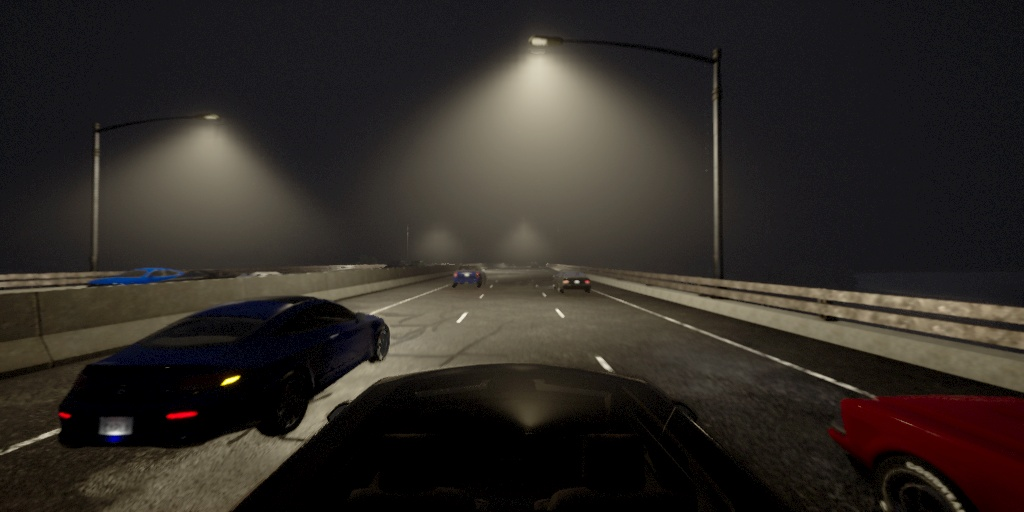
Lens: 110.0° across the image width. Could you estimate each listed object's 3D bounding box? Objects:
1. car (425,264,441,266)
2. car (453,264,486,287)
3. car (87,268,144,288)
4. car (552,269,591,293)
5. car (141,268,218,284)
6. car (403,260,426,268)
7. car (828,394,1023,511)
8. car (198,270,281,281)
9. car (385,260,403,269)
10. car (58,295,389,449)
[{"bbox_3d":[-12.979,2.089,62.052,1.994,1.385,4.181,0,-1,2],"label":"car"},{"bbox_3d":[-3.203,1.416,27.693,2.097,1.767,4.553,0,-1,1],"label":"car"},{"bbox_3d":[-20.993,1.445,20.601,1.882,1.535,5.008,0,-1,1],"label":"car"},{"bbox_3d":[3.730,1.555,22.947,2.033,1.411,5.357,0,-1,1],"label":"car"},{"bbox_3d":[-17.494,1.491,20.278,1.812,1.442,4.674,0,-1,1],"label":"car"},{"bbox_3d":[-16.474,1.746,62.076,2.150,2.045,5.566,0,-1,2],"label":"car"},{"bbox_3d":[3.591,1.343,0.841,1.895,1.301,4.718,0,-1,0],"label":"car"},{"bbox_3d":[-14.005,1.559,19.607,1.895,1.301,4.718,0,-1,1],"label":"car"},{"bbox_3d":[-19.972,1.745,62.137,2.150,2.045,5.566,0,-1,2],"label":"car"},{"bbox_3d":[-3.397,1.316,5.389,1.812,1.442,4.674,0,-1,0],"label":"car"}]
